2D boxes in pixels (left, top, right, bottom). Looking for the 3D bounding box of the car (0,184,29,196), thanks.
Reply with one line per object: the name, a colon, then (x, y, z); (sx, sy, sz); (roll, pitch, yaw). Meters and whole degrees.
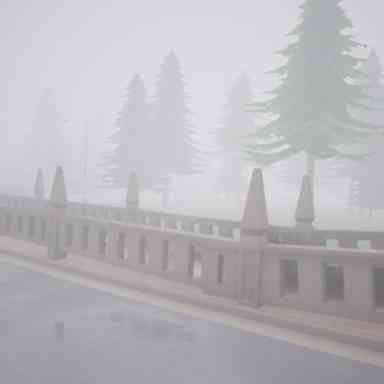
car: (-20.983, -0.166, 37.230); (1.882, 1.535, 5.008); (4, 2, 37)
